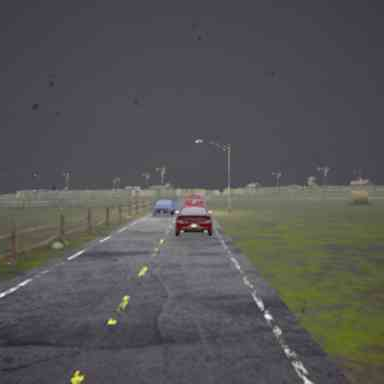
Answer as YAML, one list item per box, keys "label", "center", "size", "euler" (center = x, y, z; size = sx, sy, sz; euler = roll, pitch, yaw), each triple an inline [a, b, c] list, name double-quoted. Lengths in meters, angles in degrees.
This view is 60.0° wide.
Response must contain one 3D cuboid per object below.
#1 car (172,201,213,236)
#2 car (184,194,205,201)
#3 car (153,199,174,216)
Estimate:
- label: "car"
  center: [0.099, 1.477, 18.573]
  size: [1.882, 1.535, 5.008]
  euler: [0, 0, 0]
- label: "car"
  center: [0.253, 1.222, 37.939]
  size: [2.150, 2.045, 5.566]
  euler: [0, 0, 1]
- label: "car"
  center: [-2.677, 1.478, 32.436]
  size: [1.882, 1.535, 5.008]
  euler: [0, 0, 1]
